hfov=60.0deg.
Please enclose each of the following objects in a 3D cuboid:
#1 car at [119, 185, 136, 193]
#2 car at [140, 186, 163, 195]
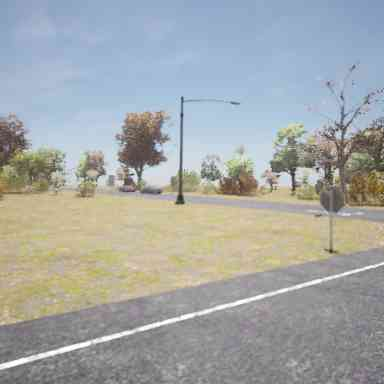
[{"bbox_3d":[-12.383,-0.602,63.598,1.994,1.385,4.181,0,2,-36],"label":"car"},{"bbox_3d":[-6.795,-0.311,55.801,2.033,1.411,5.357,0,2,-36],"label":"car"}]
